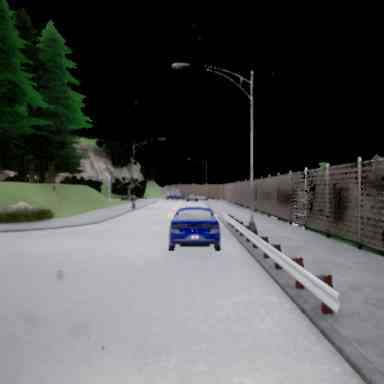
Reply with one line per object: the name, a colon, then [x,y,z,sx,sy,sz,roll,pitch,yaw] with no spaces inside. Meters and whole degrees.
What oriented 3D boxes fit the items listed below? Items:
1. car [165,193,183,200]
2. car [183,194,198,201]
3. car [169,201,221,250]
car: [-3.500,0.928,69.136,4.674,1.442,1.812,0,1,40]
car: [-0.008,1.047,59.859,1.994,1.385,4.181,0,0,-4]
car: [0.101,1.358,13.741,1.882,1.535,5.008,0,1,0]
